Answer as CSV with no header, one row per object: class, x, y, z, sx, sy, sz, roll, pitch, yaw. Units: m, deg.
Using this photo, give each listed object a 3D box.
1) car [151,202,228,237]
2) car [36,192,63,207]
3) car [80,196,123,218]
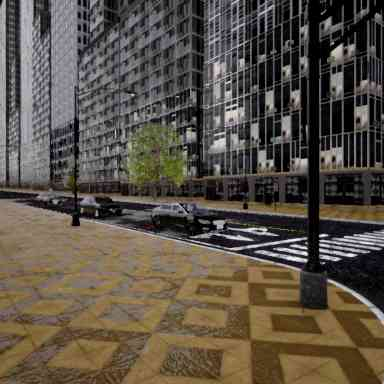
car,-0.254,1.257,16.790,2.128,1.511,4.902,0,1,-38
car,-15.610,0.800,36.377,2.128,1.511,4.902,0,1,-38
car,-6.991,1.069,25.356,1.837,1.490,4.892,0,2,-38
